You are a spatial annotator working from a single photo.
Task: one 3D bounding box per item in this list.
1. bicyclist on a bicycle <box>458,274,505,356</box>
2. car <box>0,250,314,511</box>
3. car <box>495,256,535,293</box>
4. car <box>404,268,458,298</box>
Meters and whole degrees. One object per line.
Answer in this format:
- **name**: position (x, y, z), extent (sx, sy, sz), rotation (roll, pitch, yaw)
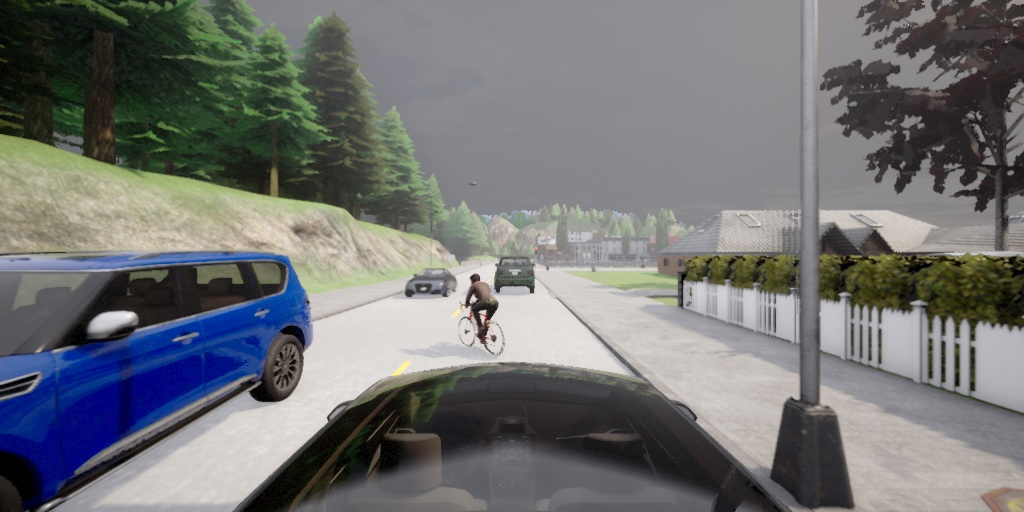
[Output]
- **bicyclist on a bicycle**: position (-0.684, 1.207, 7.550), extent (0.582, 1.620, 1.656), rotation (0, 0, -41)
- **car**: position (-4.112, 0.966, 3.428), extent (2.150, 2.045, 5.566), rotation (0, 1, -3)
- **car**: position (0.168, 0.989, 20.924), extent (2.150, 2.045, 5.566), rotation (0, 0, 0)
- **car**: position (-4.022, 1.328, 18.414), extent (1.994, 1.385, 4.181), rotation (0, 0, 1)
